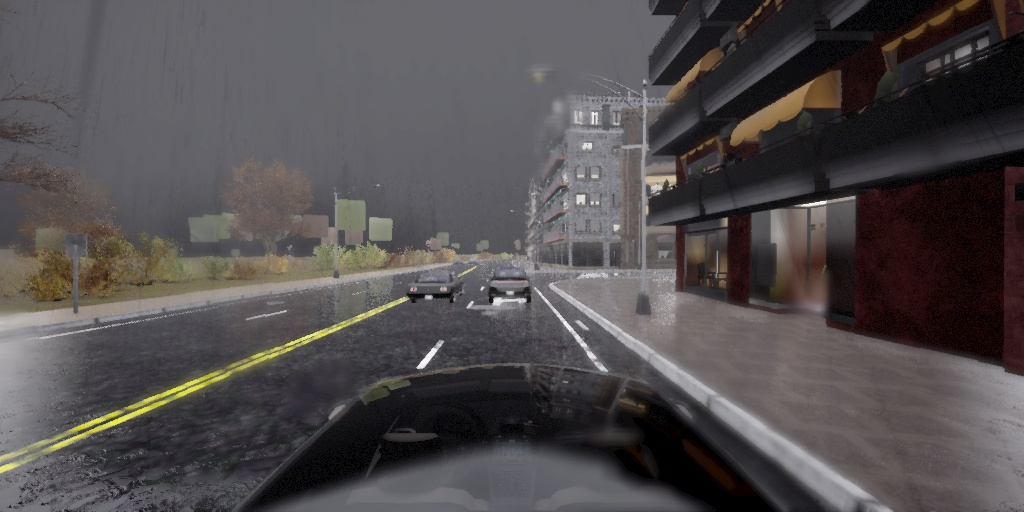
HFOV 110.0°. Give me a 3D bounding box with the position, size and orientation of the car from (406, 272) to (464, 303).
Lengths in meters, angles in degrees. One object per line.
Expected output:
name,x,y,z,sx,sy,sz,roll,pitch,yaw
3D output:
car,-3.354,1.367,16.591,1.895,1.301,4.718,0,0,-1

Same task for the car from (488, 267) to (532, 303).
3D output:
car,-0.104,1.246,16.605,2.128,1.511,4.902,0,0,-1
